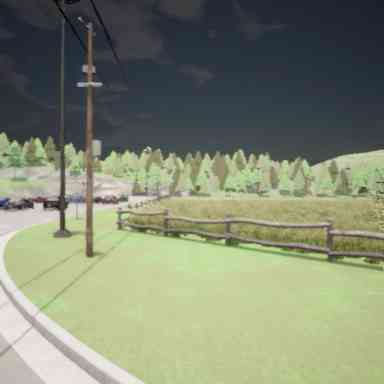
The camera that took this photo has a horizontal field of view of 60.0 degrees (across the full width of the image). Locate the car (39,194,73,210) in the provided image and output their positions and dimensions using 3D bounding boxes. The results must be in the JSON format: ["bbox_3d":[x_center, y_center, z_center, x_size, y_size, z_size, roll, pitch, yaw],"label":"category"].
[{"bbox_3d":[-17.073,1.424,41.968,1.882,1.535,5.008,0,0,-3],"label":"car"}]

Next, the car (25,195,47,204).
[{"bbox_3d":[-28.553,1.379,61.128,1.882,1.535,5.008,0,0,-3],"label":"car"}]

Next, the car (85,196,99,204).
[{"bbox_3d":[-18.104,1.433,62.690,1.882,1.535,5.008,0,0,-2],"label":"car"}]

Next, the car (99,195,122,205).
[{"bbox_3d":[-14.333,1.323,58.806,2.097,1.767,4.553,0,0,-2],"label":"car"}]

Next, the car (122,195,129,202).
[{"bbox_3d":[-15.069,1.478,72.833,1.837,1.490,4.892,0,0,-3],"label":"car"}]

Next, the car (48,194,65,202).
[{"bbox_3d":[-29.024,1.217,71.537,1.882,1.535,5.008,0,0,-3],"label":"car"}]

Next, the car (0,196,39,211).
[{"bbox_3d":[-20.473,1.453,39.645,1.812,1.442,4.674,0,0,-3],"label":"car"}]

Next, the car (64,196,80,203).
[{"bbox_3d":[-25.491,1.477,70.860,1.994,1.385,4.181,0,0,-3],"label":"car"}]

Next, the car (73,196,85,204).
[{"bbox_3d":[-21.613,1.289,62.797,2.097,1.767,4.553,0,0,-2],"label":"car"}]
